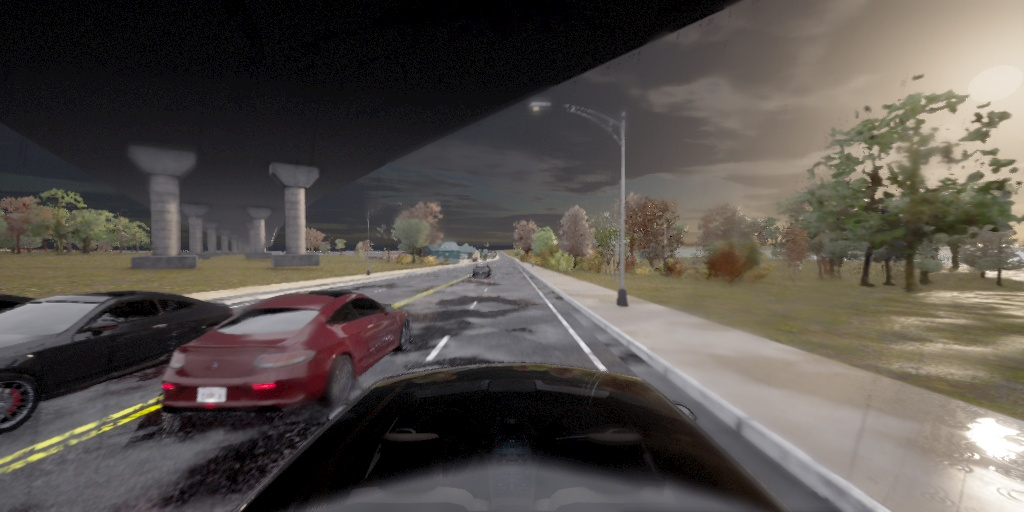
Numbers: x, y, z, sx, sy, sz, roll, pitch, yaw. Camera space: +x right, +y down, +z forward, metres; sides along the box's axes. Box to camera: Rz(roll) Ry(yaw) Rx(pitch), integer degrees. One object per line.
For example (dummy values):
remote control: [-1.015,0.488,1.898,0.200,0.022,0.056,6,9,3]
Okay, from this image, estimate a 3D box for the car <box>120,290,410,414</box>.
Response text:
car: [-3.152,1.305,6.069,1.812,1.442,4.674,0,0,0]

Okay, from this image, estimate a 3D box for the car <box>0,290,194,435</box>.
car: [-6.590,1.304,5.566,1.812,1.442,4.674,0,0,0]

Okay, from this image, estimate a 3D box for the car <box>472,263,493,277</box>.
car: [-3.166,1.483,38.693,2.128,1.511,4.902,0,0,0]
